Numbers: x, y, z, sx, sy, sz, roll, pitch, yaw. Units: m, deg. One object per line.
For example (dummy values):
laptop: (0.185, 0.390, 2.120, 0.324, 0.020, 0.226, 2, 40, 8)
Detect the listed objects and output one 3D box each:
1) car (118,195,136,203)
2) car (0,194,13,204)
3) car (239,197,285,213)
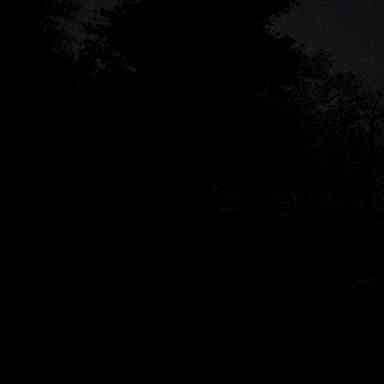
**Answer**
car: (-6.988, 0.881, 42.451, 5.008, 1.535, 1.882, 1, -1, 7)
car: (-21.425, 0.592, 35.917, 4.181, 1.385, 1.994, 1, -1, -35)
car: (6.850, 1.183, 33.053, 1.882, 1.535, 5.008, 2, 0, -37)
